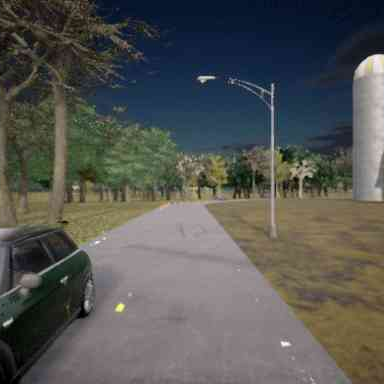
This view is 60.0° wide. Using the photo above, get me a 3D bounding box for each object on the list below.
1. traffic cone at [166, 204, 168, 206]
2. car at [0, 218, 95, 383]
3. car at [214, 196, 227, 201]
[{"bbox_3d":[-3.865,1.908,46.432,0.340,0.580,0.340,0,0,0],"label":"traffic cone"},{"bbox_3d":[-2.851,1.336,4.296,2.097,1.767,4.553,0,0,0],"label":"car"},{"bbox_3d":[7.116,1.604,83.523,1.994,1.385,4.181,0,0,33],"label":"car"}]
